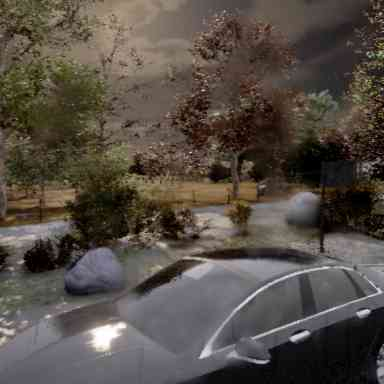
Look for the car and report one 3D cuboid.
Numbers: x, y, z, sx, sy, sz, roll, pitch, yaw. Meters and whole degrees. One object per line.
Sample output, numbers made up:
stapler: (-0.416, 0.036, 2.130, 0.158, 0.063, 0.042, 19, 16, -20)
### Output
car: (0.508, 1.442, 3.643, 4.892, 1.490, 1.837, 1, 1, -33)
